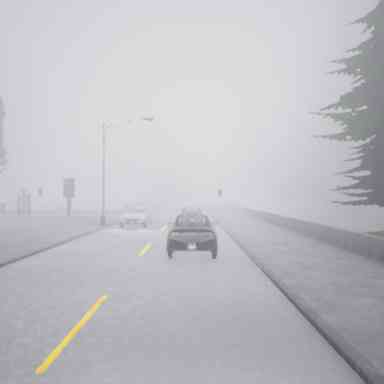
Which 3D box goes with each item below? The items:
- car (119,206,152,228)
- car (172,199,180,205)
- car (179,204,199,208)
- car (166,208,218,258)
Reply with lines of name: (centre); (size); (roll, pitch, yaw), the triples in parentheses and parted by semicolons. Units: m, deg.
car: (-4.024, 1.799, 24.430); (1.812, 1.442, 4.674); (0, -1, 0)
car: (-4.017, 2.481, 83.837); (1.994, 1.385, 4.181); (0, -1, 0)
car: (-0.075, 1.917, 28.218); (1.895, 1.301, 4.718); (0, -1, -2)
car: (0.016, 1.645, 13.485); (2.128, 1.511, 4.902); (0, 0, 0)
